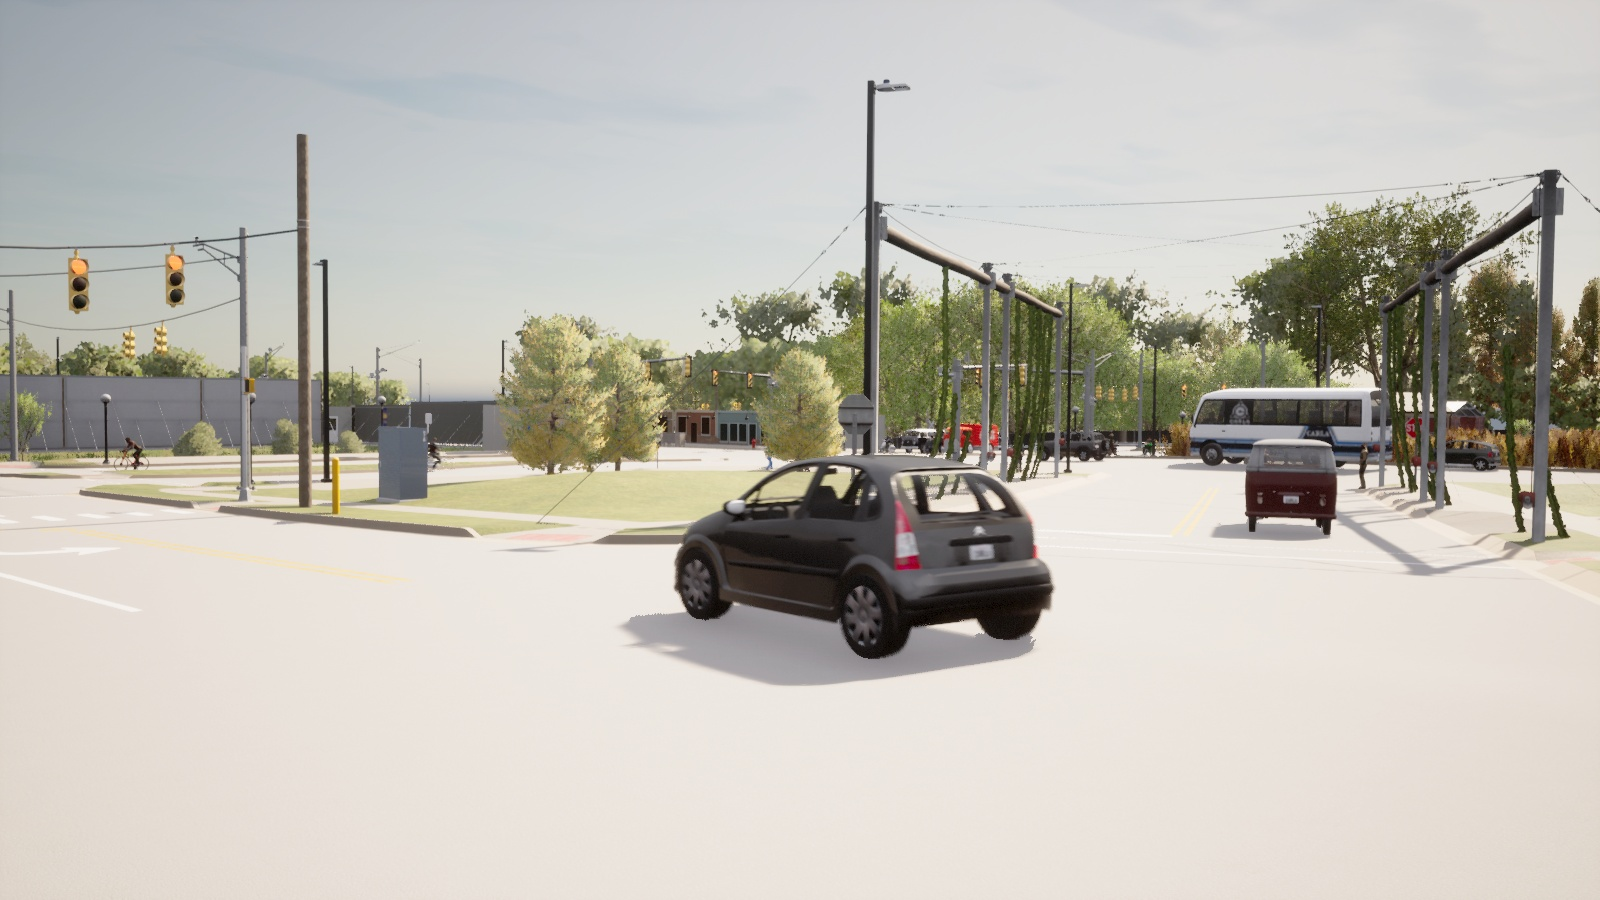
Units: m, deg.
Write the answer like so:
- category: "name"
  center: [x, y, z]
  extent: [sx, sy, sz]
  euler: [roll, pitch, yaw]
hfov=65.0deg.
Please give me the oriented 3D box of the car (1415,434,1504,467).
- category: "car"
  center: [34.012, -0.017, 64.822]
  extent: [3.705, 1.549, 1.789]
  euler: [2, 3, 44]

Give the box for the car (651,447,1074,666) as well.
- category: "car"
  center: [0.395, 0.803, 11.680]
  extent: [1.851, 1.617, 3.988]
  euler: [-2, 1, -35]

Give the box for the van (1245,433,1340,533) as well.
- category: "van"
  center: [10.700, 0.650, 27.517]
  extent: [1.775, 1.987, 4.442]
  euler: [1, 1, 20]

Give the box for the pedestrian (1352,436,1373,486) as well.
- category: "pedestrian"
  center: [22.312, 0.436, 49.776]
  extent: [0.692, 1.930, 0.396]
  euler: [1, 3, 29]

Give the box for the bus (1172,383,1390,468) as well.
- category: "bus"
  center: [25.763, -1.415, 67.763]
  extent: [10.273, 4.253, 3.944]
  euler: [2, 4, 44]

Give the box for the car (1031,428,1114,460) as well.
- category: "car"
  center: [16.628, -0.381, 76.758]
  extent: [4.605, 1.855, 1.932]
  euler: [0, 2, 44]
